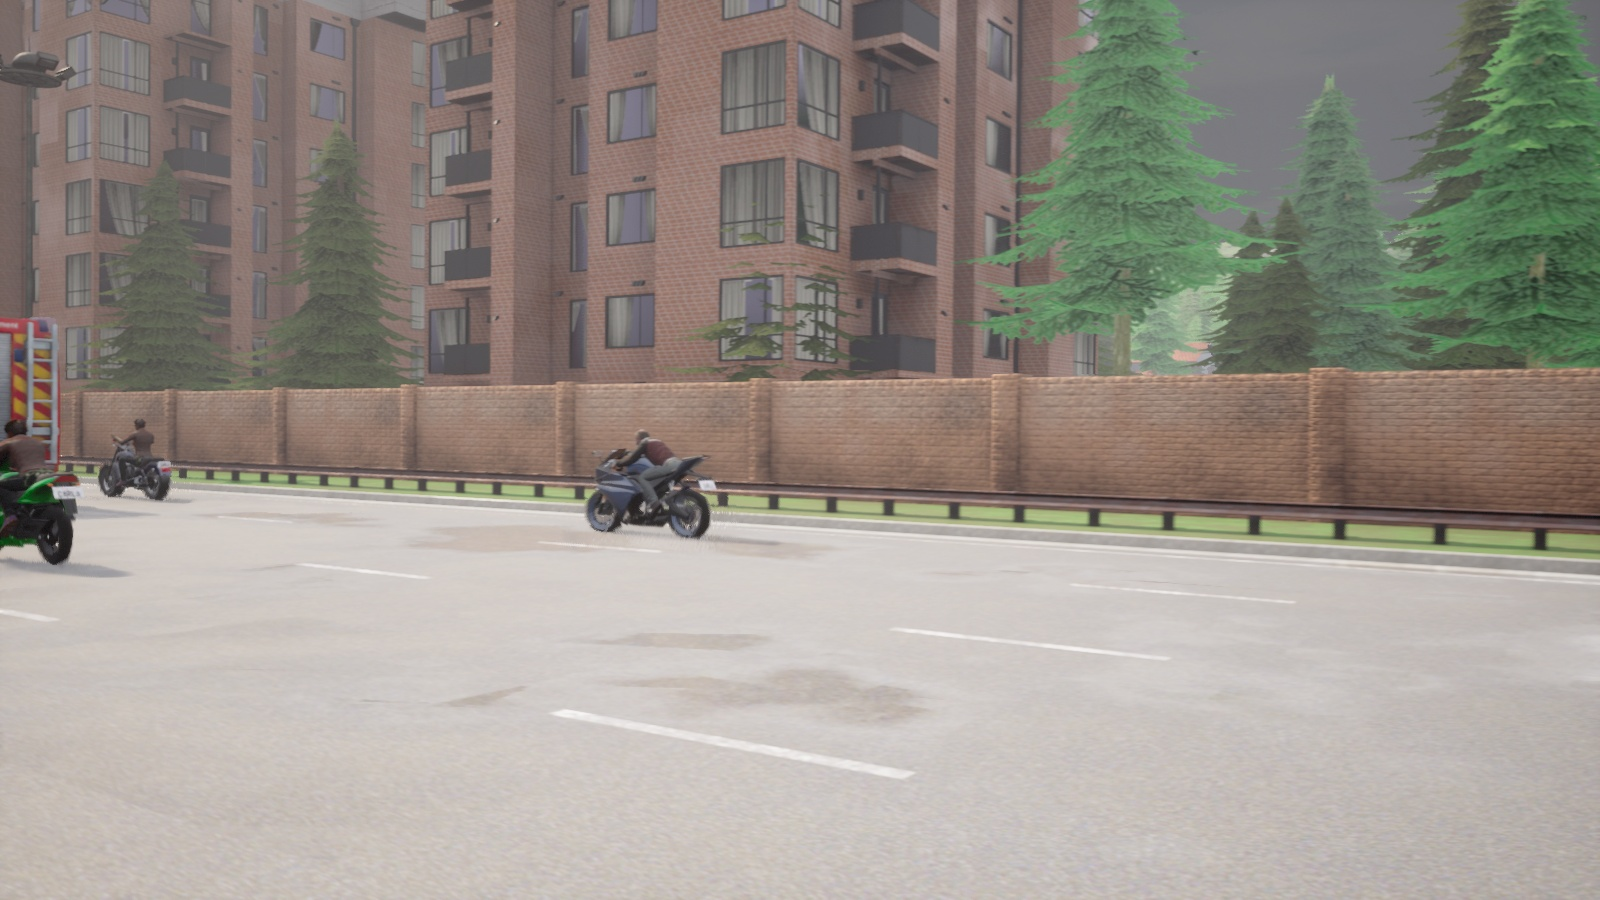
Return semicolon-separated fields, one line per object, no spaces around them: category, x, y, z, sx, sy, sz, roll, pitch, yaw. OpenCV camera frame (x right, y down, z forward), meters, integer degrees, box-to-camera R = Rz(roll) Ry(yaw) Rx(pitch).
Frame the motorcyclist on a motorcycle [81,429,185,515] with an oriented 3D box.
motorcyclist on a motorcycle;-13.327;0.428;25.068;2.350;1.649;0.766;0;1;34

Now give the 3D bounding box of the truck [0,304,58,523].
truck;-17.744;-0.633;23.777;8.468;3.827;2.891;0;1;34

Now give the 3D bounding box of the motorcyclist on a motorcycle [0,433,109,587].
motorcyclist on a motorcycle;-8.281;0.588;13.320;2.044;1.523;0.797;0;1;34

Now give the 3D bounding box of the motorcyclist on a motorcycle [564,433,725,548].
motorcyclist on a motorcycle;-2.206;0.530;17.690;2.191;1.530;0.866;0;1;34
